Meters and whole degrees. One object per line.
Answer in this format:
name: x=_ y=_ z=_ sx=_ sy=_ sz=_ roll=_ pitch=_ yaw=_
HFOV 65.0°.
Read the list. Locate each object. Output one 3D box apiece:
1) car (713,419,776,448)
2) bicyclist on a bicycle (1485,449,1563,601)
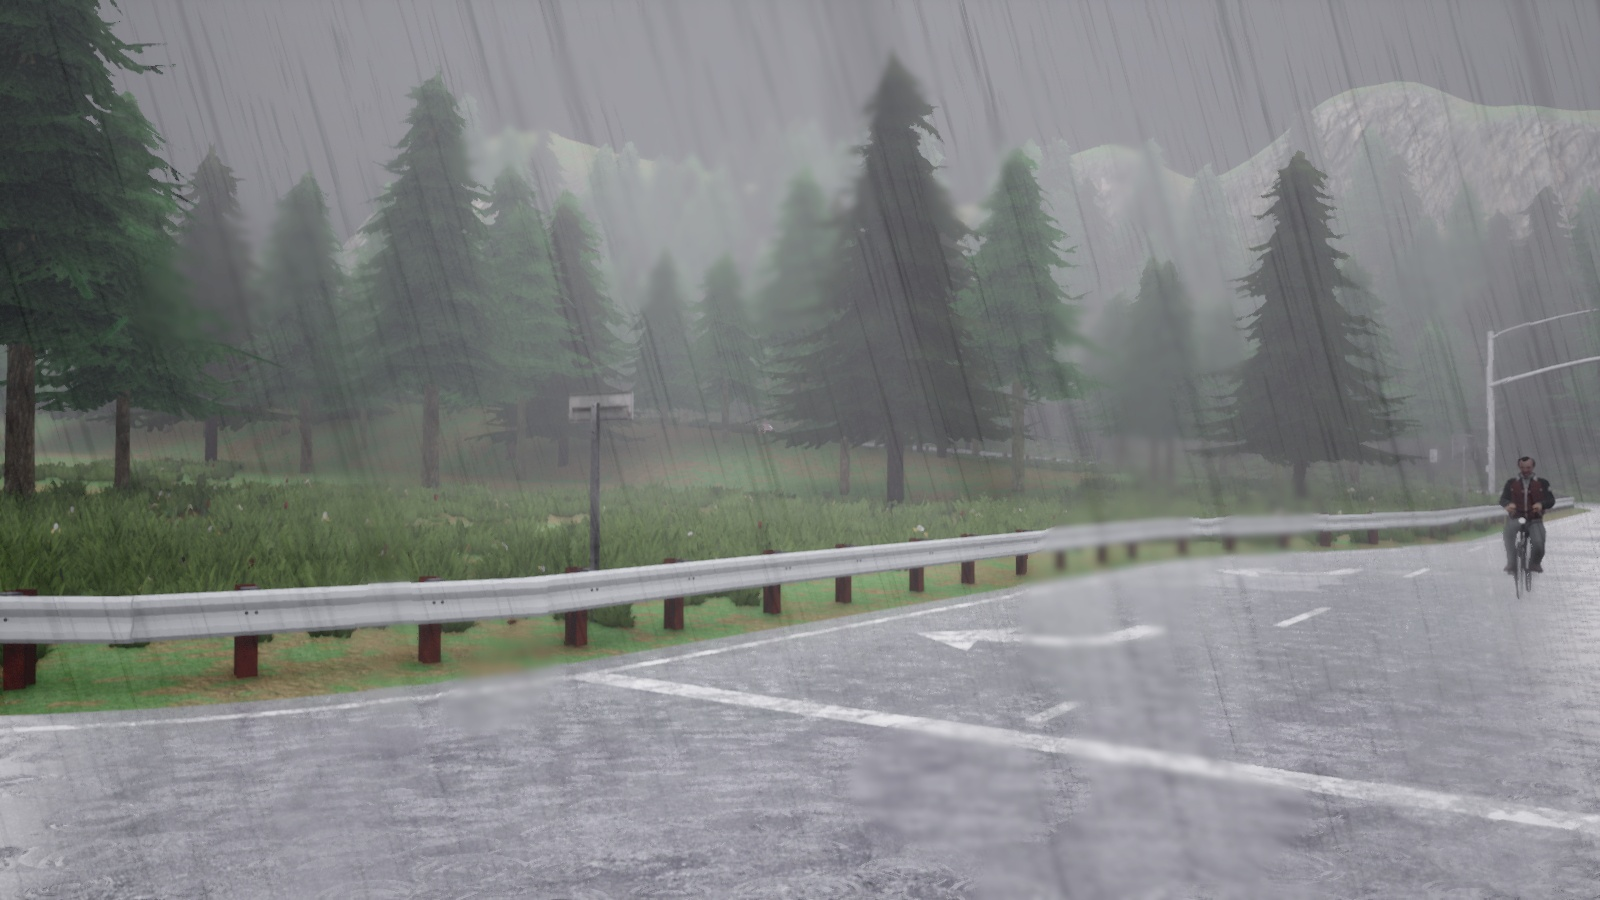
car: x=-3.533 y=-1.046 z=80.230 sx=3.633 sy=1.501 sz=1.845 roll=4 pitch=0 yaw=8
bicyclist on a bicycle: x=9.008 y=0.893 z=15.600 sx=0.659 sy=1.776 sz=1.843 roll=-1 pitch=-1 yaw=35
